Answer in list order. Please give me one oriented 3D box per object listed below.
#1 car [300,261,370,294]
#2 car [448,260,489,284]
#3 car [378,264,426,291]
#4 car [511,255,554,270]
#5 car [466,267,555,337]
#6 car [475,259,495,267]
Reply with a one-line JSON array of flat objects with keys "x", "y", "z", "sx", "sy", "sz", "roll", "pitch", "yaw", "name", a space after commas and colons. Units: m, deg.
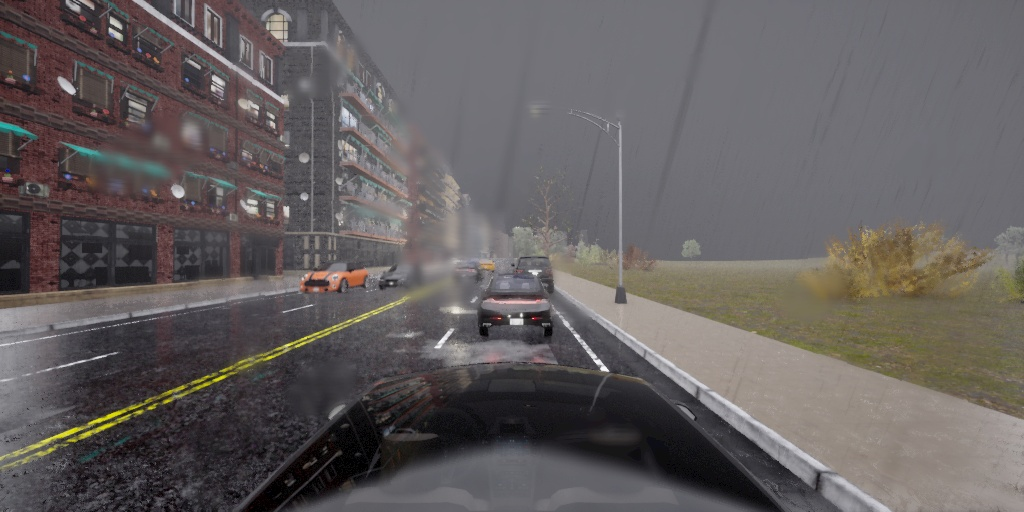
[{"x": -9.856, "y": 1.104, "z": 20.281, "sx": 2.097, "sy": 1.767, "sz": 4.553, "roll": 0, "pitch": 0, "yaw": 0, "name": "car"}, {"x": -3.158, "y": 1.241, "z": 27.015, "sx": 2.128, "sy": 1.511, "sz": 4.902, "roll": 0, "pitch": 0, "yaw": 0, "name": "car"}, {"x": -6.607, "y": 1.257, "z": 22.048, "sx": 1.837, "sy": 1.490, "sz": 4.892, "roll": 0, "pitch": 0, "yaw": 0, "name": "car"}, {"x": 1.132, "y": 0.977, "z": 20.224, "sx": 2.150, "sy": 2.045, "sz": 5.566, "roll": 0, "pitch": 0, "yaw": 0, "name": "car"}, {"x": 0.098, "y": 1.243, "z": 10.354, "sx": 2.128, "sy": 1.511, "sz": 4.902, "roll": 0, "pitch": 0, "yaw": 0, "name": "car"}, {"x": -3.165, "y": 1.228, "z": 45.144, "sx": 1.882, "sy": 1.535, "sz": 5.008, "roll": 0, "pitch": 0, "yaw": 0, "name": "car"}]
